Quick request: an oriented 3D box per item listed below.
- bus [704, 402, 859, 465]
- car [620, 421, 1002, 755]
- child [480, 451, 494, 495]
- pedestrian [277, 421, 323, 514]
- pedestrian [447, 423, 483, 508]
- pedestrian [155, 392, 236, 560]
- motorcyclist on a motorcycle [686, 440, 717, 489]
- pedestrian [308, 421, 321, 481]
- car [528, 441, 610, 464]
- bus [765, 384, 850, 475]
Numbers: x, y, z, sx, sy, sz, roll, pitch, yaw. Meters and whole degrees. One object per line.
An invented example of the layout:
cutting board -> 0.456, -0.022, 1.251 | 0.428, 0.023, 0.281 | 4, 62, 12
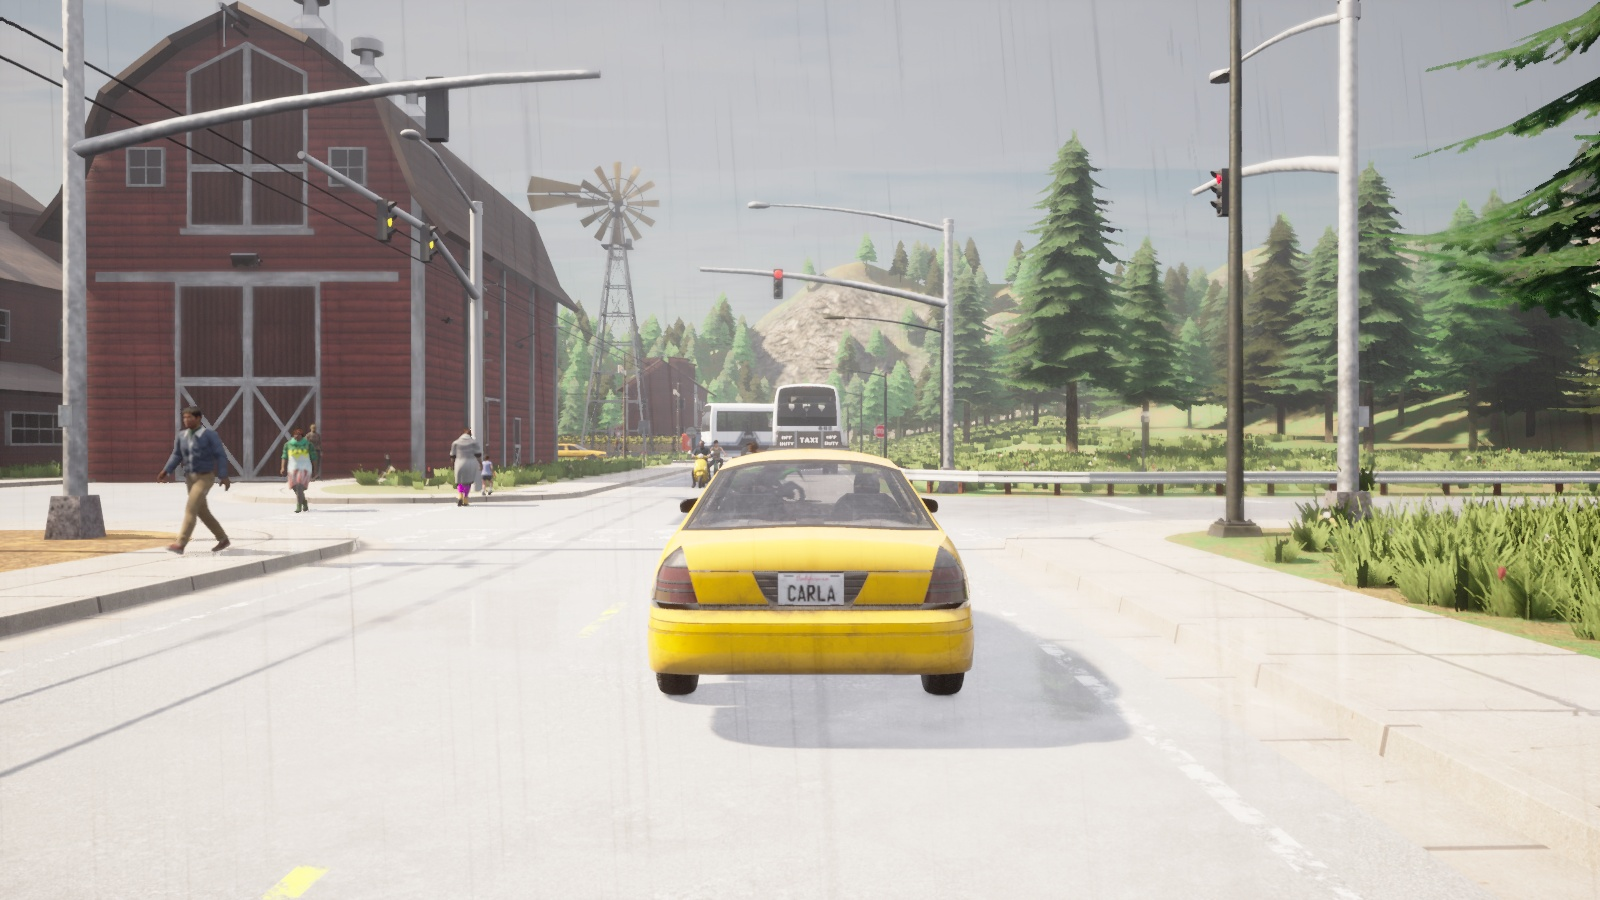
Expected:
bus -> -1.360, -1.129, 88.878 | 10.273, 4.253, 3.944 | 0, 0, -16
car -> 0.063, 0.637, 8.603 | 1.801, 1.575, 5.366 | 0, 0, 0
child -> -7.901, 0.574, 31.730 | 0.255, 1.110, 0.394 | 0, 0, 2
pedestrian -> -10.609, 0.363, 26.655 | 0.659, 1.952, 0.873 | 0, 0, -4
pedestrian -> -7.799, 0.350, 29.246 | 0.659, 1.952, 0.873 | 0, 0, -5
pedestrian -> -7.219, 0.301, 15.019 | 0.423, 1.949, 0.788 | 0, 0, 21
motorcyclist on a motorcycle -> -3.259, 0.462, 41.690 | 0.866, 1.590, 1.817 | 0, 0, 0
pedestrian -> -14.929, 0.031, 38.637 | 0.331, 1.846, 0.634 | 0, 0, -25
car -> -15.923, 0.183, 86.767 | 5.366, 1.575, 1.801 | 0, 0, -1
bus -> 0.361, -0.989, 63.582 | 3.944, 4.253, 10.273 | 0, 0, 0
